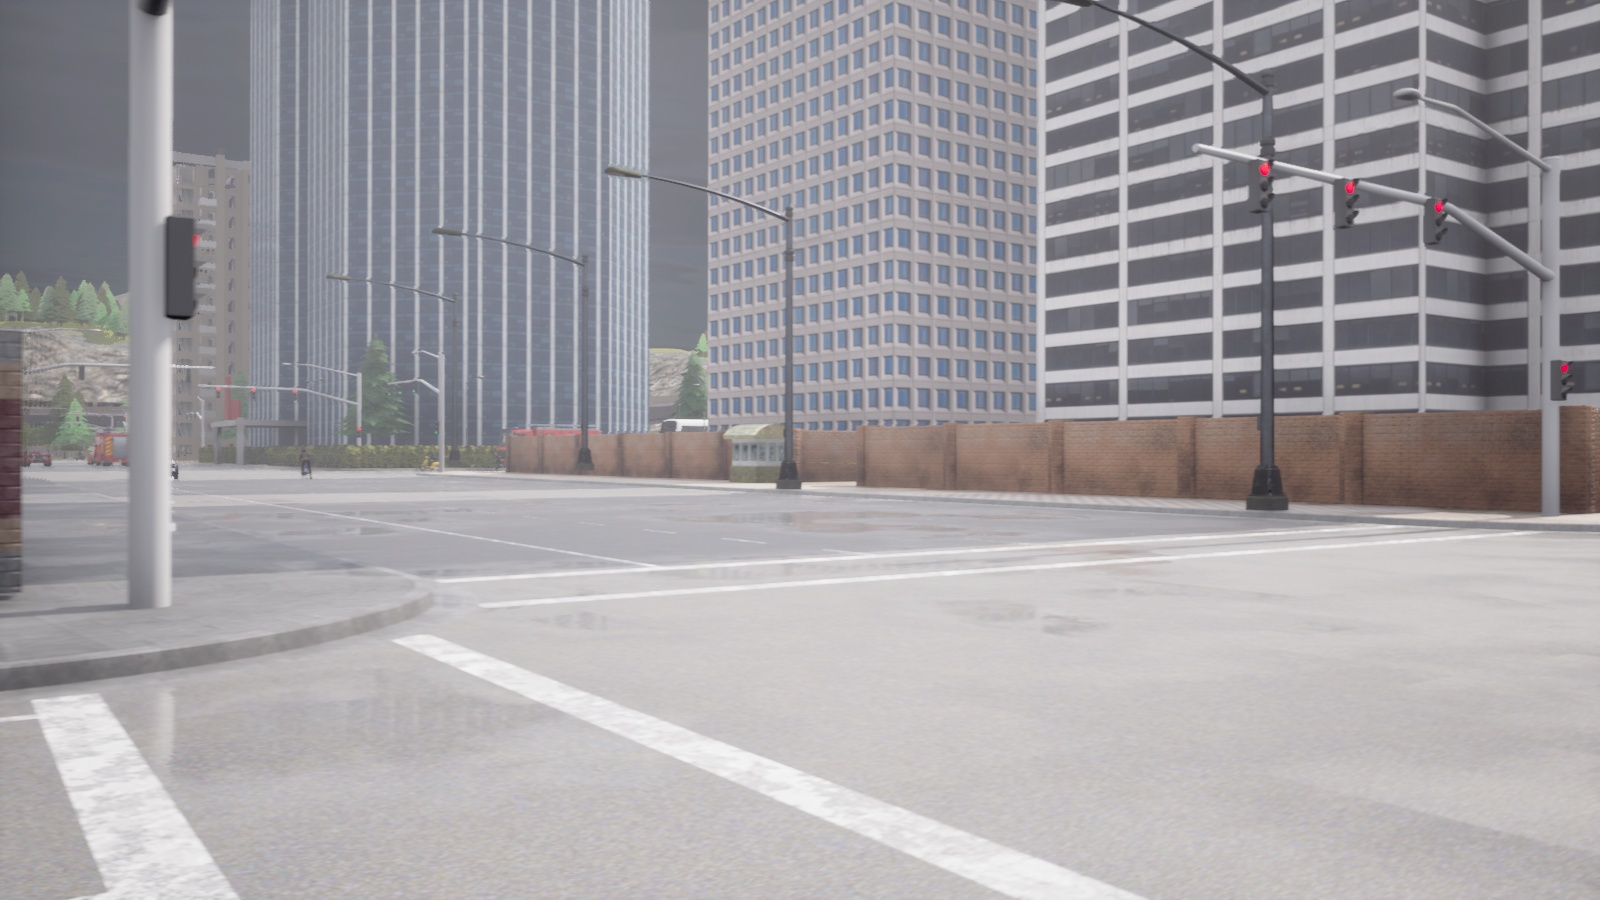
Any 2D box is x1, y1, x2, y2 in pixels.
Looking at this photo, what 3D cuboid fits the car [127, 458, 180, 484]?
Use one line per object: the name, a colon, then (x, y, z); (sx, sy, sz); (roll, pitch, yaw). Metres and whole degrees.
car: (-34.100, 1.079, 66.190); (1.895, 1.301, 4.718); (0, 0, -35)
